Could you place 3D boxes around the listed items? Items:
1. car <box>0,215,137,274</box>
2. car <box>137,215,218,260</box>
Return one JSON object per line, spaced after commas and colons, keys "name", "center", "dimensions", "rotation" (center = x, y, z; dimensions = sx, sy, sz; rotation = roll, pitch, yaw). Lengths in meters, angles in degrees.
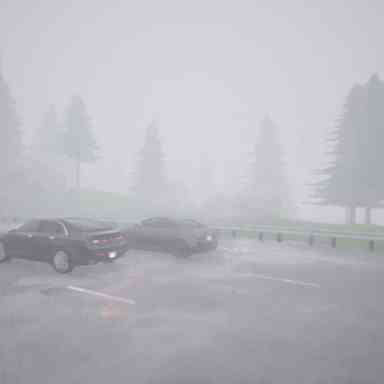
{"name": "car", "center": [-4.314, 1.507, 10.548], "dimensions": [4.892, 1.490, 1.837], "rotation": [0, 0, 30]}
{"name": "car", "center": [-1.121, 1.585, 12.677], "dimensions": [4.181, 1.385, 1.994], "rotation": [0, 0, 31]}
